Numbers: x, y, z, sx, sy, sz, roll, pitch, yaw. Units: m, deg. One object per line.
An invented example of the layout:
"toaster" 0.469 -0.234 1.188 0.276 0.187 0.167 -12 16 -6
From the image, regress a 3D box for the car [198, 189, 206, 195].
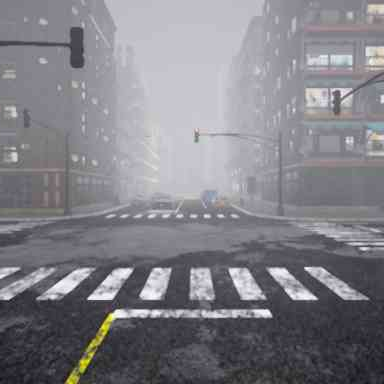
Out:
"car" 2.646 -0.041 85.859 1.887 1.381 4.507 1 1 0

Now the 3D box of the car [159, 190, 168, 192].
"car" -5.264 0.605 51.877 1.802 1.307 4.206 1 1 0

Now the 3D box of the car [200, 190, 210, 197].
"car" 2.631 0.265 68.894 2.008 1.369 4.403 1 1 0

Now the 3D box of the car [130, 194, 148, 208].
"car" -5.407 0.886 34.906 2.008 1.369 4.403 1 1 0

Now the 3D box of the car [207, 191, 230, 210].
"car" 2.730 0.906 32.444 1.752 1.417 4.829 1 1 0

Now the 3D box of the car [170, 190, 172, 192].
"car" -5.254 0.399 63.191 1.802 1.307 4.206 1 1 0

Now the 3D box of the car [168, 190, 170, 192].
"car" -5.258 0.449 57.363 1.752 1.417 4.829 1 1 0

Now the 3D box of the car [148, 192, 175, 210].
"car" -2.723 0.957 31.920 1.994 1.385 4.181 0 1 0

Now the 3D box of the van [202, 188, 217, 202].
"van" 2.647 0.466 46.272 1.690 1.788 3.998 1 1 0

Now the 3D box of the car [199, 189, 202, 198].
"car" 2.620 0.337 51.924 2.192 1.841 5.009 1 1 0

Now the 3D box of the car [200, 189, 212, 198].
"car" 2.628 0.256 63.237 1.967 1.590 4.097 1 1 0
